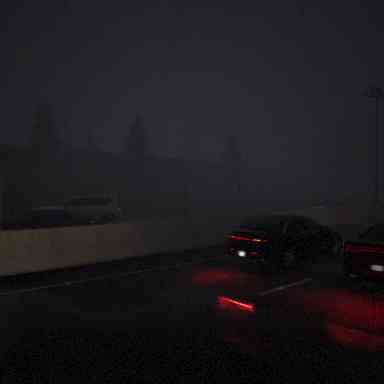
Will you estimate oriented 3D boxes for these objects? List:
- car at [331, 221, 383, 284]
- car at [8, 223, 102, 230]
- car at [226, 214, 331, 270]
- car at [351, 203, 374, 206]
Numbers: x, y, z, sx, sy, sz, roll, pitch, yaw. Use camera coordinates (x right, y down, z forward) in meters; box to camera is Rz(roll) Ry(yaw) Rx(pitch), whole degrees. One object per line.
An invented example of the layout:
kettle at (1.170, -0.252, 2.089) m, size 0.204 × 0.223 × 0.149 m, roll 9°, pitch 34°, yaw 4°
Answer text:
car at (5.867, 1.477, 8.821) m, size 5.008 × 1.535 × 1.882 m, roll 0°, pitch 0°, yaw -41°
car at (-7.427, 1.547, 16.069) m, size 5.357 × 1.411 × 2.033 m, roll 0°, pitch 0°, yaw -38°
car at (3.256, 1.506, 11.191) m, size 4.892 × 1.490 × 1.837 m, roll -1°, pitch 1°, yaw -41°
car at (21.228, 1.564, 40.352) m, size 1.994 × 1.385 × 4.181 m, roll 0°, pitch 0°, yaw 42°
